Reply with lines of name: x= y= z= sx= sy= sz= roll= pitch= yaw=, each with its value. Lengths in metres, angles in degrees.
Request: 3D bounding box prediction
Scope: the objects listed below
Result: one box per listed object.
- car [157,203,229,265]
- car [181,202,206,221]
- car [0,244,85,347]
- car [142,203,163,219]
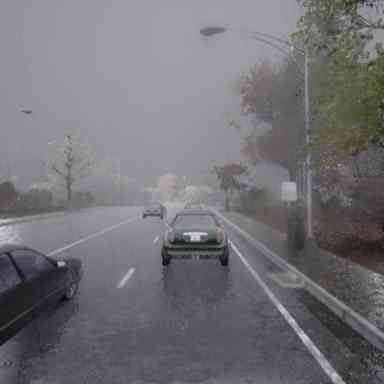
car: x=0.101 y=1.411 z=12.087 sx=2.097 sy=1.767 sz=4.553 roll=0 pitch=0 yaw=0
car: x=0.103 y=1.694 z=30.116 sx=2.033 sy=1.411 sz=5.357 roll=0 pitch=0 yaw=0
car: x=-3.431 y=1.573 z=5.325 sx=2.033 sy=1.411 sz=5.357 roll=0 pitch=0 yaw=0
car: x=-3.398 y=1.697 z=30.757 sx=2.033 sy=1.411 sz=5.357 roll=0 pitch=0 yaw=0
